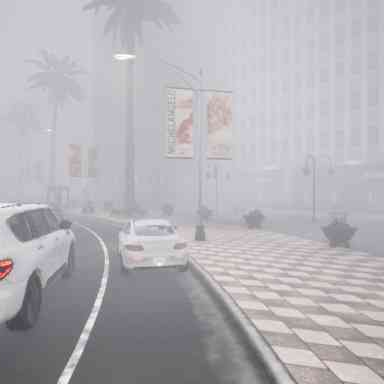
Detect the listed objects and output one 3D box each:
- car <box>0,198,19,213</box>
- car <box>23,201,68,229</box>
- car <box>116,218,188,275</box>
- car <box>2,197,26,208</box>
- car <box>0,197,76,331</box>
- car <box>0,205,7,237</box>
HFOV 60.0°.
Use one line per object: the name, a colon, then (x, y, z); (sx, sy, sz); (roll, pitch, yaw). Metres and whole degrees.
car: (-20.999, 1.461, 37.434); (1.882, 1.535, 5.008); (0, 0, -38)
car: (-10.234, 1.485, 22.969); (2.128, 1.511, 4.902); (0, 0, -33)
car: (-1.355, 1.525, 10.430); (1.812, 1.442, 4.674); (0, 0, -14)
car: (-25.899, 1.461, 48.418); (2.231, 1.521, 4.892); (0, 0, -39)
car: (-3.900, 1.221, 6.800); (2.150, 2.045, 5.566); (0, 0, -10)
car: (-11.511, 1.539, 18.508); (2.033, 1.411, 5.357); (0, 0, -28)
